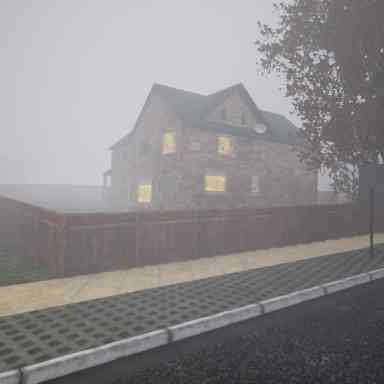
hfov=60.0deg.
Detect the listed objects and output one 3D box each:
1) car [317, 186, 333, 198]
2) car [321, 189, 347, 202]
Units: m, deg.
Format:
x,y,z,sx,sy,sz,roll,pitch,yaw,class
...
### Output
x,y,z,sx,sy,sz,roll,pitch,yaw,class
21.700,0.131,51.997,2.150,2.045,5.566,1,1,-3,car
19.236,0.662,43.614,1.994,1.385,4.181,1,2,-4,car
